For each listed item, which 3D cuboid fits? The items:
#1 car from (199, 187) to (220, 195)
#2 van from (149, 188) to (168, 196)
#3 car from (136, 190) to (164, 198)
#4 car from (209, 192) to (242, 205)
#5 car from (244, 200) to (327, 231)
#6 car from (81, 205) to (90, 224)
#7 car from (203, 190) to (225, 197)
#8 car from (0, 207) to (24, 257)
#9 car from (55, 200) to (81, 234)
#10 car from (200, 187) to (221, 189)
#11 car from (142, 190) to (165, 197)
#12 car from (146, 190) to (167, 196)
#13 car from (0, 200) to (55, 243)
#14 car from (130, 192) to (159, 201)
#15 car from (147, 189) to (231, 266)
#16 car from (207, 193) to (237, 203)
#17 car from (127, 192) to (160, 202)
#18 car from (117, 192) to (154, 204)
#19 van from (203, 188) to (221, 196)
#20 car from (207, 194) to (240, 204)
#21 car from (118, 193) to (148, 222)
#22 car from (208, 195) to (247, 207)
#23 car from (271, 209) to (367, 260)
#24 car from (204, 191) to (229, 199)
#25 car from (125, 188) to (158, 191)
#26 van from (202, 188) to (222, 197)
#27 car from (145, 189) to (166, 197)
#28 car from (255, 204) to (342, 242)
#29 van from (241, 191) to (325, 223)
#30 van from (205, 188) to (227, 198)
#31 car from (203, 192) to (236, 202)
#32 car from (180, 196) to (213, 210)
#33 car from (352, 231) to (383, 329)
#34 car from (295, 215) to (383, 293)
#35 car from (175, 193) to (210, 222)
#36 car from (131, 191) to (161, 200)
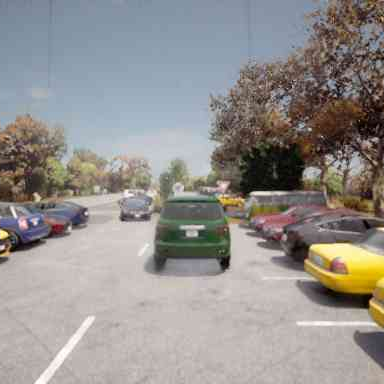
[{"bbox_3d":[4.673,-0.277,89.443,5.566,2.045,2.435,0,1,0],"label":"car"},{"bbox_3d":[-8.254,-0.076,81.195,4.442,1.987,1.878,0,1,0],"label":"van"},{"bbox_3d":[-8.542,0.480,67.454,5.366,1.575,1.946,0,2,0],"label":"car"},{"bbox_3d":[4.774,0.940,48.042,4.553,1.767,2.185,0,2,0],"label":"car"},{"bbox_3d":[5.040,1.280,15.503,4.674,1.452,2.002,0,1,0],"label":"car"},{"bbox_3d":[-8.072,1.211,18.090,4.792,1.488,2.163,0,1,0],"label":"car"},{"bbox_3d":[4.747,0.368,72.835,4.792,1.488,2.163,0,1,0],"label":"car"},{"bbox_3d":[-8.047,1.362,9.742,5.008,1.535,2.097,0,1,0],"label":"car"},{"bbox_3d":[-8.013,1.274,15.307,4.792,1.488,2.163,0,1,0],"label":"car"},{"bbox_3d":[4.758,0.401,61.757,5.566,2.045,2.435,0,2,0],"label":"car"},{"bbox_3d":[-8.368,0.338,72.872,4.892,1.521,2.231,0,2,0],"label":"car"},{"bbox_3d":[-8.338,0.239,78.424,4.792,1.488,2.163,0,1,0],"label":"car"},{"bbox_3d":[-8.011,1.181,12.518,4.553,1.767,2.185,0,1,0],"label":"car"},{"bbox_3d":[-8.342,0.736,59.009,4.892,1.521,2.231,0,2,0],"label":"car"},{"bbox_3d":[0.037,1.079,11.177,2.150,2.045,5.566,0,2,1],"label":"car"},{"bbox_3d":[4.735,0.943,53.460,4.674,1.452,2.002,0,2,0],"label":"car"},{"bbox_3d":[-8.160,0.815,56.233,5.366,1.575,1.946,0,2,0],"label":"car"},{"bbox_3d":[-8.366,1.099,47.909,4.792,1.488,2.163,0,2,0],"label":"car"},{"bbox_3d":[4.826,-0.074,81.135,4.442,1.987,1.878,0,1,0],"label":"van"},{"bbox_3d":[4.711,1.015,50.691,4.792,1.488,2.163,0,2,0],"label":"car"},{"bbox_3d":[-3.844,1.111,22.609,1.812,1.442,4.674,1,2,-13],"label":"car"},{"bbox_3d":[4.741,1.149,45.276,5.008,1.535,2.097,0,2,0],"label":"car"},{"bbox_3d":[5.067,1.391,9.807,4.792,1.488,2.163,0,1,0],"label":"car"},{"bbox_3d":[4.698,0.599,64.534,4.792,1.488,2.163,0,2,0],"label":"car"},{"bbox_3d":[-8.314,0.651,53.451,5.566,2.045,2.435,0,2,0],"label":"car"},{"bbox_3d":[4.607,0.048,75.580,4.442,1.987,1.878,0,1,0],"label":"van"},{"bbox_3d":[-8.334,0.146,75.648,4.553,1.767,2.185,0,1,0],"label":"car"},{"bbox_3d":[5.041,1.343,12.719,4.674,1.452,2.002,0,1,0],"label":"car"},{"bbox_3d":[4.910,0.956,18.170,4.442,1.987,1.878,-1,1,0],"label":"van"},{"bbox_3d":[4.840,0.259,67.419,4.442,1.987,1.878,0,2,0],"label":"van"},{"bbox_3d":[4.549,0.816,56.228,5.366,1.575,1.946,0,2,0],"label":"car"},{"bbox_3d":[0.476,1.244,38.985,1.882,1.535,5.008,0,0,-24],"label":"car"},{"bbox_3d":[5.225,1.442,4.219,5.366,1.575,1.946,0,1,0],"label":"car"},{"bbox_3d":[5.225,1.405,7.015,5.366,1.575,1.946,0,1,0],"label":"car"},{"bbox_3d":[0.135,0.964,23.316,2.097,1.767,4.553,-1,1,5],"label":"car"},{"bbox_3d":[-8.536,0.648,61.783,5.366,1.575,1.946,0,2,0],"label":"car"}]
